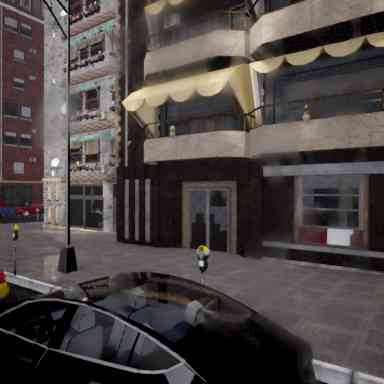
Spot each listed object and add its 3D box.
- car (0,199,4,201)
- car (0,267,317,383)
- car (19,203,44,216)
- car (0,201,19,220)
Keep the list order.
[{"bbox_3d":[-20.593,1.598,32.155,2.192,1.841,5.009,-1,-2,35],"label":"car"},{"bbox_3d":[-0.923,1.566,3.527,4.313,1.339,1.947,0,0,35],"label":"car"},{"bbox_3d":[-17.307,1.930,36.801,1.887,1.381,4.507,-1,-2,35],"label":"car"},{"bbox_3d":[-18.979,1.823,29.923,2.033,1.411,5.357,0,-1,35],"label":"car"}]
